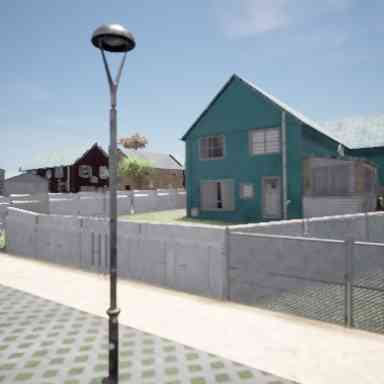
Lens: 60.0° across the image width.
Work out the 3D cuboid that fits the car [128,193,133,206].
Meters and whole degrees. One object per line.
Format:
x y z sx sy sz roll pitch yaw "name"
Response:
-7.039 0.865 33.031 1.837 1.490 4.892 -1 1 35 "car"
